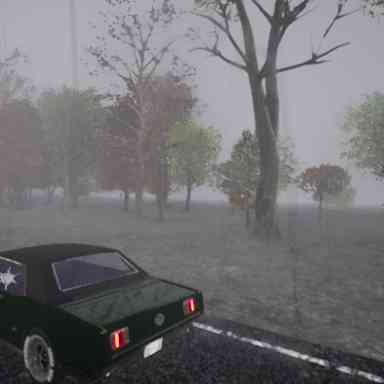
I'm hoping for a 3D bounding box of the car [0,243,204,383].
[{"bbox_3d":[-2.258,1.459,5.116,4.718,1.301,1.895,2,0,35],"label":"car"}]
